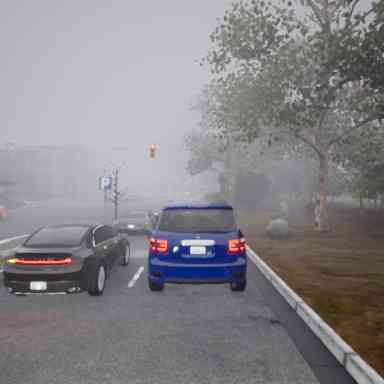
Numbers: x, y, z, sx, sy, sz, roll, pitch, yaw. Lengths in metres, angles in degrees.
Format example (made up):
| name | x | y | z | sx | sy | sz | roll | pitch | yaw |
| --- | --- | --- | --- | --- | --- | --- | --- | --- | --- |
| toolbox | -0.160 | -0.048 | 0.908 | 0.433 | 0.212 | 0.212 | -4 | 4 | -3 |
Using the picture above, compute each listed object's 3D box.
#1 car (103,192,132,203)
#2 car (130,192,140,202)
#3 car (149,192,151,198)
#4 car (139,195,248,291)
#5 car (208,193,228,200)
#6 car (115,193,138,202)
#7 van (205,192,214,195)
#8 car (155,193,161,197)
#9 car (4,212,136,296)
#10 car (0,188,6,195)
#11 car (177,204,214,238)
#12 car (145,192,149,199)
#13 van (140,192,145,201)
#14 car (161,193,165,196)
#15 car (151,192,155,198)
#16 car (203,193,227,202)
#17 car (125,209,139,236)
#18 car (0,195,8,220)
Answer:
| name | x | y | z | sx | sy | sz | roll | pitch | yaw |
| --- | --- | --- | --- | --- | --- | --- | --- | --- | --- |
| car | -14.356 | 1.335 | 62.903 | 4.792 | 1.488 | 2.163 | -1 | 0 | -15 |
| car | -13.707 | 1.291 | 65.895 | 5.366 | 1.575 | 1.946 | -1 | 0 | -15 |
| car | -12.530 | 1.331 | 77.851 | 4.674 | 1.452 | 2.002 | -1 | 0 | -13 |
| car | 0.124 | 1.229 | 9.154 | 2.150 | 2.045 | 5.566 | 0 | 0 | 0 |
| car | 6.575 | 1.099 | 83.138 | 4.553 | 1.767 | 2.185 | 1 | 0 | -12 |
| car | -13.609 | 1.171 | 68.846 | 4.553 | 1.767 | 2.185 | -1 | 0 | -14 |
| van | 4.375 | 1.019 | 65.471 | 4.442 | 1.987 | 1.878 | 1 | 0 | -14 |
| car | -11.331 | 1.326 | 86.833 | 4.674 | 1.452 | 2.002 | -1 | 0 | -12 |
| car | -2.879 | 1.512 | 8.668 | 1.837 | 1.490 | 4.892 | 0 | 0 | 0 |
| car | -31.089 | 0.118 | 53.795 | 2.002 | 1.452 | 4.674 | 6 | -3 | -19 |
| car | 0.199 | 1.524 | 19.012 | 1.837 | 1.490 | 4.892 | 0 | 0 | 0 |
| car | -12.907 | 1.294 | 74.857 | 4.892 | 1.521 | 2.231 | -1 | 0 | -14 |
| van | -13.139 | 1.067 | 71.886 | 4.442 | 1.987 | 1.878 | -1 | 0 | -14 |
| car | -10.876 | 1.032 | 89.839 | 5.566 | 2.045 | 2.435 | -1 | 0 | -12 |
| car | -12.154 | 1.330 | 80.852 | 4.674 | 1.452 | 2.002 | -1 | 0 | -13 |
| car | 4.763 | 1.117 | 68.440 | 4.553 | 1.767 | 2.185 | 1 | 0 | -14 |
| car | -2.819 | 1.582 | 17.554 | 1.994 | 1.385 | 4.181 | 0 | 0 | 1 |
| car | -16.592 | 1.395 | 25.100 | 4.553 | 1.767 | 2.185 | -1 | 0 | -19 |
